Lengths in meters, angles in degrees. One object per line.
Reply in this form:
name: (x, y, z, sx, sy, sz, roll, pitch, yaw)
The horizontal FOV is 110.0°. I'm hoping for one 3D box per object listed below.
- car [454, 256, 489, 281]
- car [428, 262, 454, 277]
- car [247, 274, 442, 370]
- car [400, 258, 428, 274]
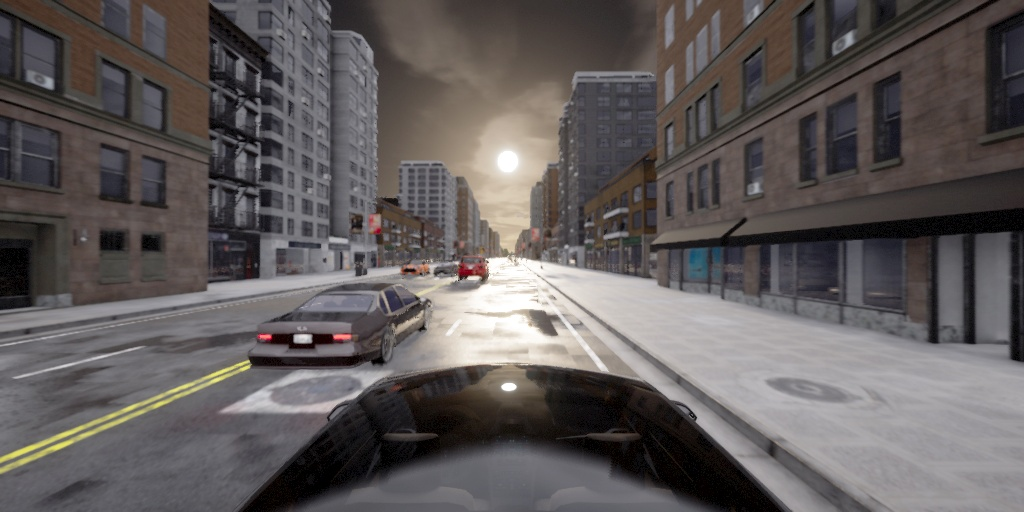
car: (-3.154, 0.986, 30.101, 2.150, 2.045, 5.566, 0, 0, 0)
car: (-6.598, 1.313, 36.357, 2.033, 1.411, 5.357, 0, 0, 0)
car: (-3.165, 1.300, 7.946, 2.033, 1.411, 5.357, 0, 0, 0)
car: (-9.844, 1.119, 36.704, 2.097, 1.767, 4.553, 0, 0, 0)
